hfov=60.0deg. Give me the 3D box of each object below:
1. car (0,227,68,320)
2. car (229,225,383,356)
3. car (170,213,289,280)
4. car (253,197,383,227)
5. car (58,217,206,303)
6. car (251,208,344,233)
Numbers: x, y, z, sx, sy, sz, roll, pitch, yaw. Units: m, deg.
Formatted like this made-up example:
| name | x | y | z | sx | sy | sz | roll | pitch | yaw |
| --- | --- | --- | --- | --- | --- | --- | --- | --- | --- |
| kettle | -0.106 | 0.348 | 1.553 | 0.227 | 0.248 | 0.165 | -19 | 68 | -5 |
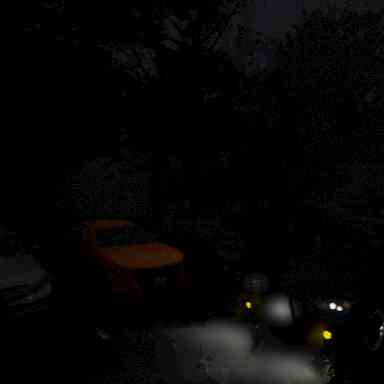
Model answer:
| name | x | y | z | sx | sy | sz | roll | pitch | yaw |
| --- | --- | --- | --- | --- | --- | --- | --- | --- | --- |
| car | -4.329 | 1.520 | 6.975 | 2.002 | 1.452 | 4.674 | 0 | 0 | -35 |
| car | 2.964 | 1.567 | 6.106 | 4.181 | 1.385 | 1.994 | 0 | 0 | -35 |
| car | 0.203 | 1.484 | 10.213 | 2.231 | 1.521 | 4.892 | 0 | 0 | -36 |
| car | 4.759 | 1.233 | 13.420 | 2.435 | 2.045 | 5.566 | 0 | 0 | -36 |
| car | -2.063 | 1.482 | 8.595 | 2.097 | 1.535 | 5.008 | 0 | 0 | -36 |
| car | 2.456 | 1.513 | 11.847 | 2.163 | 1.488 | 4.792 | 0 | 0 | -35 |
